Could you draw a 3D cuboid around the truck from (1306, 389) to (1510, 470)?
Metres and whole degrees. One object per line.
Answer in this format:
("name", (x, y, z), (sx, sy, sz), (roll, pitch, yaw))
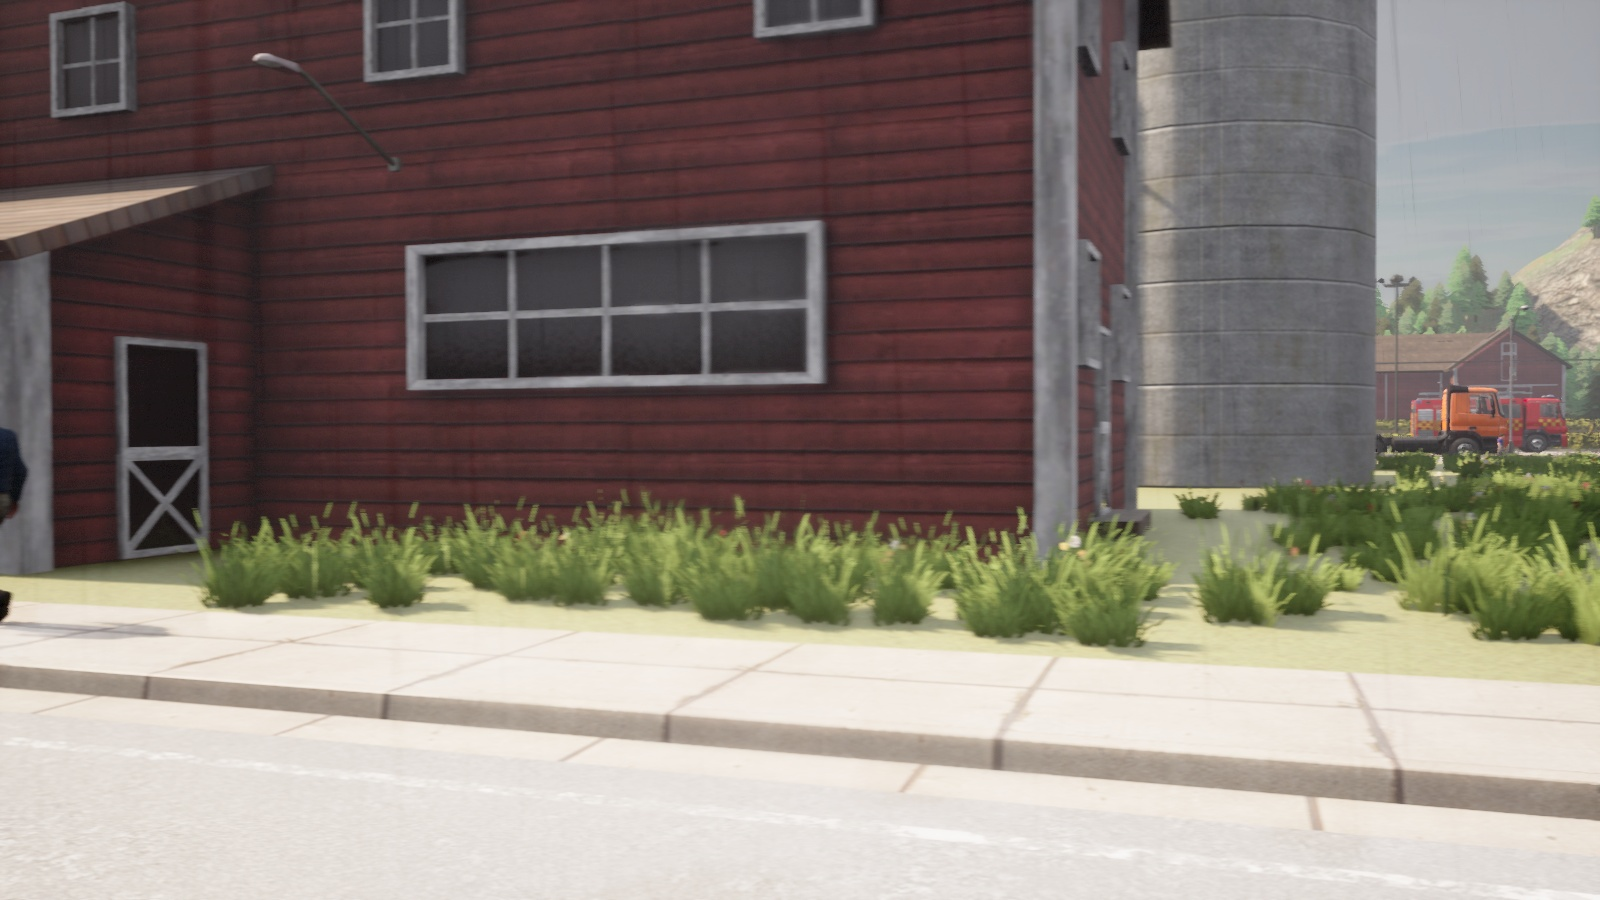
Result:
("truck", (27.237, -0.934, 56.695), (7.936, 3.462, 2.891), (1, 1, 19))

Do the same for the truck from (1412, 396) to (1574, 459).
("truck", (43.225, -1.408, 78.645), (8.468, 3.827, 2.891), (1, 1, 20))

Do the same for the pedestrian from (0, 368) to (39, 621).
("pedestrian", (-6.103, 0.316, 9.330), (0.726, 1.835, 0.370), (1, 1, 18))
